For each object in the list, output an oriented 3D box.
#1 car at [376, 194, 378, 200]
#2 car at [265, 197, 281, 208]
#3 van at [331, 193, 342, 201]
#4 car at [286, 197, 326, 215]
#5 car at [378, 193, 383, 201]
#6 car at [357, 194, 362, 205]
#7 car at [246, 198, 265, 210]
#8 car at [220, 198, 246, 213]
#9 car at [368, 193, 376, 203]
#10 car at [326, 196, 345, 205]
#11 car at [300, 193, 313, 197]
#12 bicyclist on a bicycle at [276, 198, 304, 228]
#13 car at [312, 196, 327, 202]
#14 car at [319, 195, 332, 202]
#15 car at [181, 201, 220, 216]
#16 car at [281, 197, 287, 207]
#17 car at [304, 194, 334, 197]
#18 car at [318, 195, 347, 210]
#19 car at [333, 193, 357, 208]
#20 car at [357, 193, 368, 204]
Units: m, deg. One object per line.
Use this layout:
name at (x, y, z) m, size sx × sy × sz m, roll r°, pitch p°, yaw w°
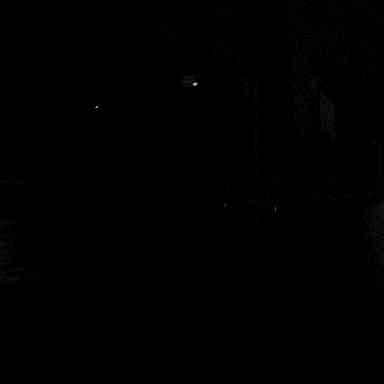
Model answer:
car at (36.658, 1.301, 68.653) m, size 1.752 × 1.417 × 4.829 m, roll -1°, pitch 0°, yaw 35°
car at (10.175, 1.426, 45.444) m, size 1.752 × 1.417 × 4.829 m, roll 0°, pitch 0°, yaw 35°
van at (35.992, 1.185, 82.651) m, size 1.690 × 1.788 × 3.998 m, roll -1°, pitch 0°, yaw 35°
car at (10.842, 1.424, 31.453) m, size 1.947 × 1.339 × 4.313 m, roll 0°, pitch 0°, yaw 35°
car at (42.991, 1.357, 77.779) m, size 1.802 × 1.307 × 4.206 m, roll -1°, pitch 0°, yaw 35°
car at (23.702, 1.377, 49.984) m, size 1.947 × 1.339 × 4.313 m, roll 0°, pitch 0°, yaw 35°
car at (7.057, 1.494, 40.951) m, size 1.802 × 1.307 × 4.206 m, roll 0°, pitch 0°, yaw 35°
car at (3.840, 1.366, 36.318) m, size 1.967 × 1.590 × 4.097 m, roll 0°, pitch 0°, yaw 35°
car at (33.346, 1.098, 63.883) m, size 2.192 × 1.841 × 5.009 m, roll 0°, pitch 0°, yaw 35°
car at (23.285, 1.353, 53.893) m, size 1.812 × 1.442 × 4.674 m, roll -1°, pitch 0°, yaw 35°
car at (19.918, 1.415, 59.484) m, size 1.887 × 1.381 × 4.507 m, roll 0°, pitch 0°, yaw 35°
bicyclist on a bicycle at (5.360, 1.177, 18.359) m, size 1.656 × 1.620 × 0.582 m, roll -1°, pitch 0°, yaw 35°
car at (26.349, 1.418, 68.751) m, size 1.947 × 1.339 × 4.313 m, roll 0°, pitch 0°, yaw 35°
car at (29.564, 1.426, 73.382) m, size 1.802 × 1.307 × 4.206 m, roll 0°, pitch 0°, yaw 35°
car at (0.627, 1.524, 31.685) m, size 1.802 × 1.307 × 4.206 m, roll 0°, pitch 0°, yaw 35°
car at (13.487, 1.455, 50.218) m, size 1.947 × 1.339 × 4.313 m, roll 0°, pitch 0°, yaw 35°
car at (17.421, 1.336, 45.441) m, size 2.128 × 1.511 × 4.902 m, roll -1°, pitch 0°, yaw 35°
car at (17.272, 1.377, 40.719) m, size 1.887 × 1.381 × 4.507 m, roll 0°, pitch 0°, yaw 35°
car at (20.486, 1.136, 45.352) m, size 2.192 × 1.841 × 5.009 m, roll 0°, pitch 0°, yaw 35°
car at (26.915, 1.117, 54.617) m, size 2.192 × 1.841 × 5.009 m, roll 0°, pitch 0°, yaw 35°
